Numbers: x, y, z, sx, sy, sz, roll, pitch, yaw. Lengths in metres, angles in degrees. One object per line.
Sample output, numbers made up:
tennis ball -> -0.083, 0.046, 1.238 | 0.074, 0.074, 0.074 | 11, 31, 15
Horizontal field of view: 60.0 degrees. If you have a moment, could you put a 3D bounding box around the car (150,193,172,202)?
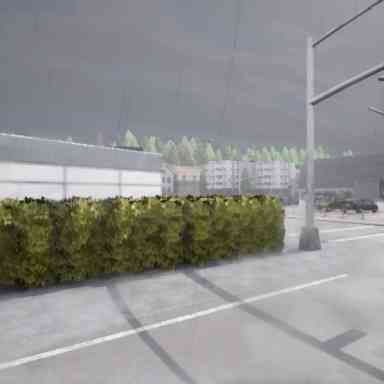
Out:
car -> -6.189, 1.074, 66.908 | 3.866, 1.878, 1.905 | 0, 0, -35

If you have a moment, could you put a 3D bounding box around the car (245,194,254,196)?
car -> 8.693, 1.296, 58.100 | 4.514, 1.523, 2.007 | 0, 0, -35

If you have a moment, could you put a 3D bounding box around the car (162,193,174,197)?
car -> -4.786, 1.358, 63.832 | 3.806, 1.475, 1.970 | 0, 0, -35

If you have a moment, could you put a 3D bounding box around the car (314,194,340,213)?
car -> 14.873, 1.328, 35.778 | 5.027, 1.636, 2.152 | 0, 0, -35

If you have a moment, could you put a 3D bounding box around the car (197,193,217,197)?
car -> 2.144, 1.095, 68.719 | 4.605, 1.855, 1.932 | 0, 0, -35

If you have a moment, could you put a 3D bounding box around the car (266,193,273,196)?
car -> 18.192, 1.151, 76.101 | 5.027, 1.636, 2.152 | 0, 0, -35

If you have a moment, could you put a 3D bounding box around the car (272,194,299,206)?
car -> 14.381, 1.317, 49.883 | 3.633, 1.501, 1.845 | 0, 0, -35

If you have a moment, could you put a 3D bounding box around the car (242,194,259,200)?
car -> 14.252, 1.230, 81.176 | 3.806, 1.475, 1.970 | 0, 0, -35

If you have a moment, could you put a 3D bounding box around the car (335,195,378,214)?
car -> 16.713, 1.337, 33.236 | 4.514, 1.523, 2.007 | 0, 0, -35

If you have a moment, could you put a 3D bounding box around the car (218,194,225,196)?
car -> 6.376, 1.296, 80.142 | 4.514, 1.523, 2.007 | 0, 0, -35
